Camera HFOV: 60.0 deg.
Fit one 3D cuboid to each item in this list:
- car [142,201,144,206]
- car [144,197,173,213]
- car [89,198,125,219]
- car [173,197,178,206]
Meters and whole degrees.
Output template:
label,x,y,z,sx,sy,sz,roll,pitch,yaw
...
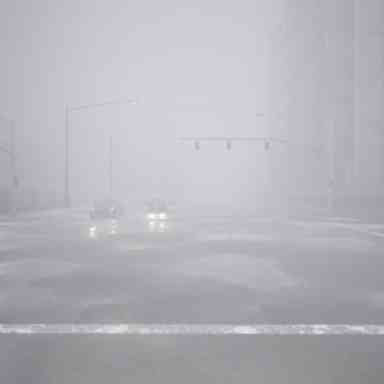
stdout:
label,x,y,z,sx,sy,sz,roll,pitch,yaw
car,-6.916,1.522,55.120,2.033,1.411,5.357,0,0,1
car,-3.716,1.474,37.380,2.128,1.511,4.902,0,0,1
car,-7.202,1.335,28.527,2.097,1.767,4.553,0,0,0
car,-3.429,1.539,54.705,1.994,1.385,4.181,0,0,1
